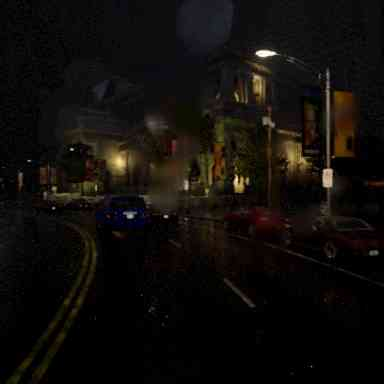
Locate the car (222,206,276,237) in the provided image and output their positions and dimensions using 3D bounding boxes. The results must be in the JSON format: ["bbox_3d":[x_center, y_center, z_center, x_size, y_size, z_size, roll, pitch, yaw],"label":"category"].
[{"bbox_3d":[3.260,1.457,17.600,2.002,1.452,4.674,0,0,-21],"label":"car"}]

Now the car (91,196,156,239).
[{"bbox_3d":[-3.825,1.202,17.667,2.150,2.045,5.566,0,0,-22],"label":"car"}]

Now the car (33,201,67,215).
[{"bbox_3d":[-15.050,1.573,34.711,1.994,1.385,4.181,0,0,-39],"label":"car"}]

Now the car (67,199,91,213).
[{"bbox_3d":[-12.995,1.536,37.790,2.033,1.411,5.357,0,0,-40],"label":"car"}]

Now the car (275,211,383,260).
[{"bbox_3d":[5.045,1.534,12.154,1.895,1.301,4.718,0,0,-11],"label":"car"}]

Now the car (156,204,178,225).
[{"bbox_3d":[-2.536,1.524,22.885,1.994,1.385,4.181,0,0,-26],"label":"car"}]
